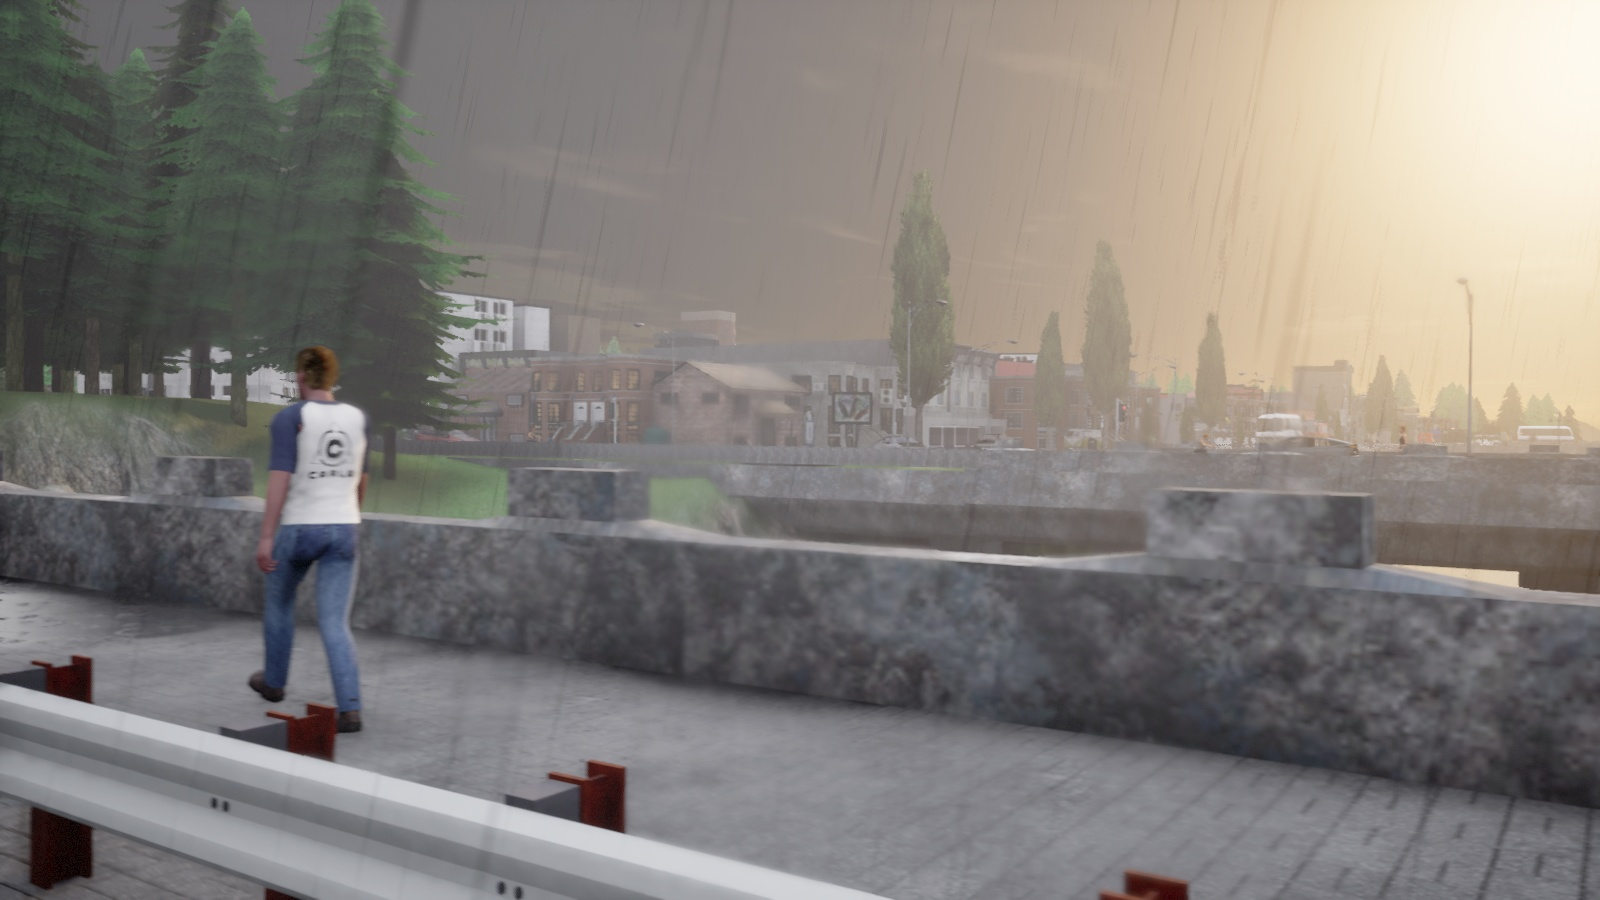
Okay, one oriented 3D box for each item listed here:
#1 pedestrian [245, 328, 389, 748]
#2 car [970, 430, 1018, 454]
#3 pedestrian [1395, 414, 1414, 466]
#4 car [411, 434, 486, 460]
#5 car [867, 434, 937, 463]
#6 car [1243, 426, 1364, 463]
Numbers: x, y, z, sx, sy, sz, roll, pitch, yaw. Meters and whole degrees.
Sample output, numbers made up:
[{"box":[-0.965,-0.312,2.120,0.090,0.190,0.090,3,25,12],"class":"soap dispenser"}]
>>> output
[{"box":[-2.259,0.382,5.853,0.354,1.836,0.706,-1,1,-44],"class":"pedestrian"},{"box":[13.027,-0.556,84.114,1.789,1.549,3.705,0,1,34],"class":"car"},{"box":[21.430,-0.360,44.518,0.594,1.836,0.345,0,1,21],"class":"pedestrian"},{"box":[-21.947,-0.192,78.308,4.514,1.525,2.007,0,1,34],"class":"car"},{"box":[5.043,-0.105,62.632,1.994,1.385,4.181,-1,1,-19],"class":"car"},{"box":[21.658,-0.256,54.074,4.514,1.525,2.007,0,1,34],"class":"car"}]
